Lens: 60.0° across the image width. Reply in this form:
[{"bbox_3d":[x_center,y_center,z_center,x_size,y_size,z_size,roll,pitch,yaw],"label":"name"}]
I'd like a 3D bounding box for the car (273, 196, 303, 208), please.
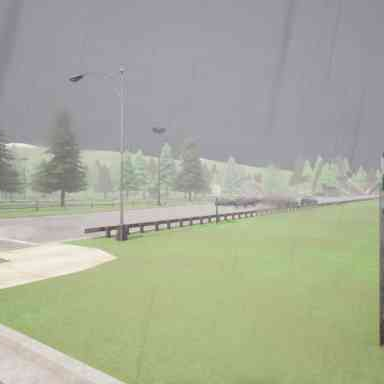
[{"bbox_3d":[13.294,1.505,45.782,1.837,1.490,4.892,0,0,35],"label":"car"}]

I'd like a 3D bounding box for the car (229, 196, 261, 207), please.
[{"bbox_3d":[8.063,1.491,50.505,2.128,1.511,4.902,0,0,35],"label":"car"}]

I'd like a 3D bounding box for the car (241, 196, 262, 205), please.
[{"bbox_3d":[11.028,1.478,60.941,1.882,1.535,5.008,0,0,35],"label":"car"}]

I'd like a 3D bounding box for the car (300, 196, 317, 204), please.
[{"bbox_3d":[23.076,1.526,65.773,1.812,1.442,4.674,0,0,35],"label":"car"}]

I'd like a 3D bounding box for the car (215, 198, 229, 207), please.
[{"bbox_3d":[5.366,1.564,52.742,1.994,1.385,4.181,0,0,35],"label":"car"}]

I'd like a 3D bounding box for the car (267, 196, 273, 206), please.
[{"bbox_3d":[14.195,1.352,53.082,2.097,1.767,4.553,0,0,35],"label":"car"}]

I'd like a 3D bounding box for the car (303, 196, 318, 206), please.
[{"bbox_3d":[19.157,1.505,54.243,1.837,1.490,4.892,0,0,35],"label":"car"}]

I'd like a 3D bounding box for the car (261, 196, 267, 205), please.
[{"bbox_3d":[13.896,1.491,58.935,2.128,1.511,4.902,0,0,35],"label":"car"}]
